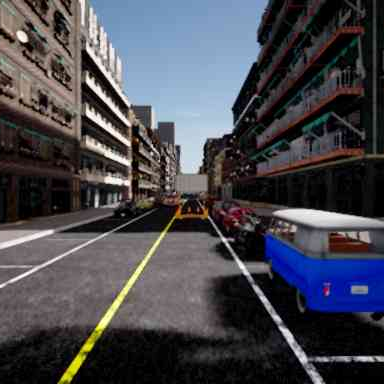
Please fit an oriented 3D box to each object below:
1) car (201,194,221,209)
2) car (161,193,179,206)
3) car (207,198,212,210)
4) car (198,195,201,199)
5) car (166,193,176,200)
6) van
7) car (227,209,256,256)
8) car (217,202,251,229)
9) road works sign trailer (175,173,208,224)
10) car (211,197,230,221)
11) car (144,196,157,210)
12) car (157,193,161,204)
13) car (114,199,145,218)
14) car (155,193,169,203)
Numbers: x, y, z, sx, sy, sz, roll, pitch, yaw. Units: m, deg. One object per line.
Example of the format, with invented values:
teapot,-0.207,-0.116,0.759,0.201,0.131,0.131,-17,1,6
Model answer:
car,2.665,1.225,40.996,2.192,1.841,5.009,0,0,0
car,-3.114,1.238,50.849,2.097,1.767,4.553,0,0,0
car,2.671,1.488,29.723,2.008,1.369,4.403,0,0,0
car,2.628,1.306,91.894,1.752,1.417,4.829,0,0,0
car,-5.751,1.095,91.722,2.192,1.841,5.009,0,0,0
van,2.687,1.327,7.178,1.690,1.788,3.998,0,0,0
car,2.682,1.540,12.814,1.947,1.339,4.313,0,0,0
car,2.679,1.507,18.451,1.887,1.381,4.507,0,0,0
road works sign trailer,-0.017,0.414,24.216,2.380,3.560,2.880,0,0,0
car,2.675,1.390,24.087,1.967,1.590,4.097,0,0,0
car,-5.717,1.436,40.824,1.752,1.417,4.829,0,0,0
car,-5.729,1.308,57.904,1.967,1.590,4.097,0,0,0
car,-5.710,1.502,29.721,1.947,1.339,4.313,0,0,0
car,-5.732,1.169,63.540,2.192,1.841,5.009,0,0,0
